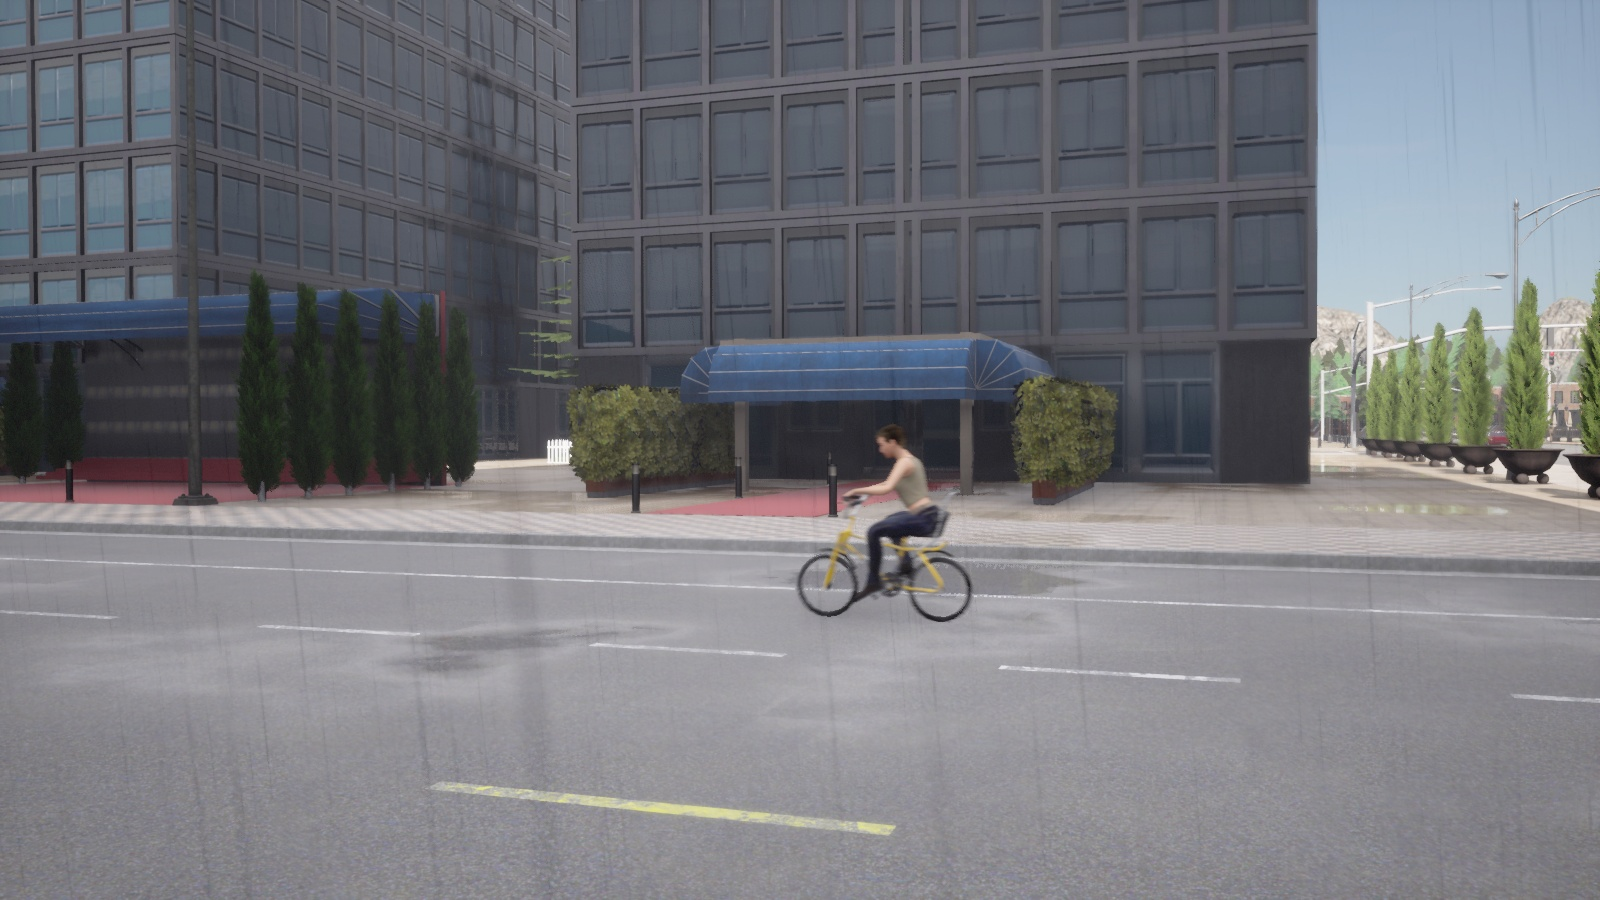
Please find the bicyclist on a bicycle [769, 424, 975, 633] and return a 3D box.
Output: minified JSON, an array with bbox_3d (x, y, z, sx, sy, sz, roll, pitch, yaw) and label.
[{"bbox_3d":[0.605,0.600,10.350,1.509,1.612,0.866,1,1,19],"label":"bicyclist on a bicycle"}]
